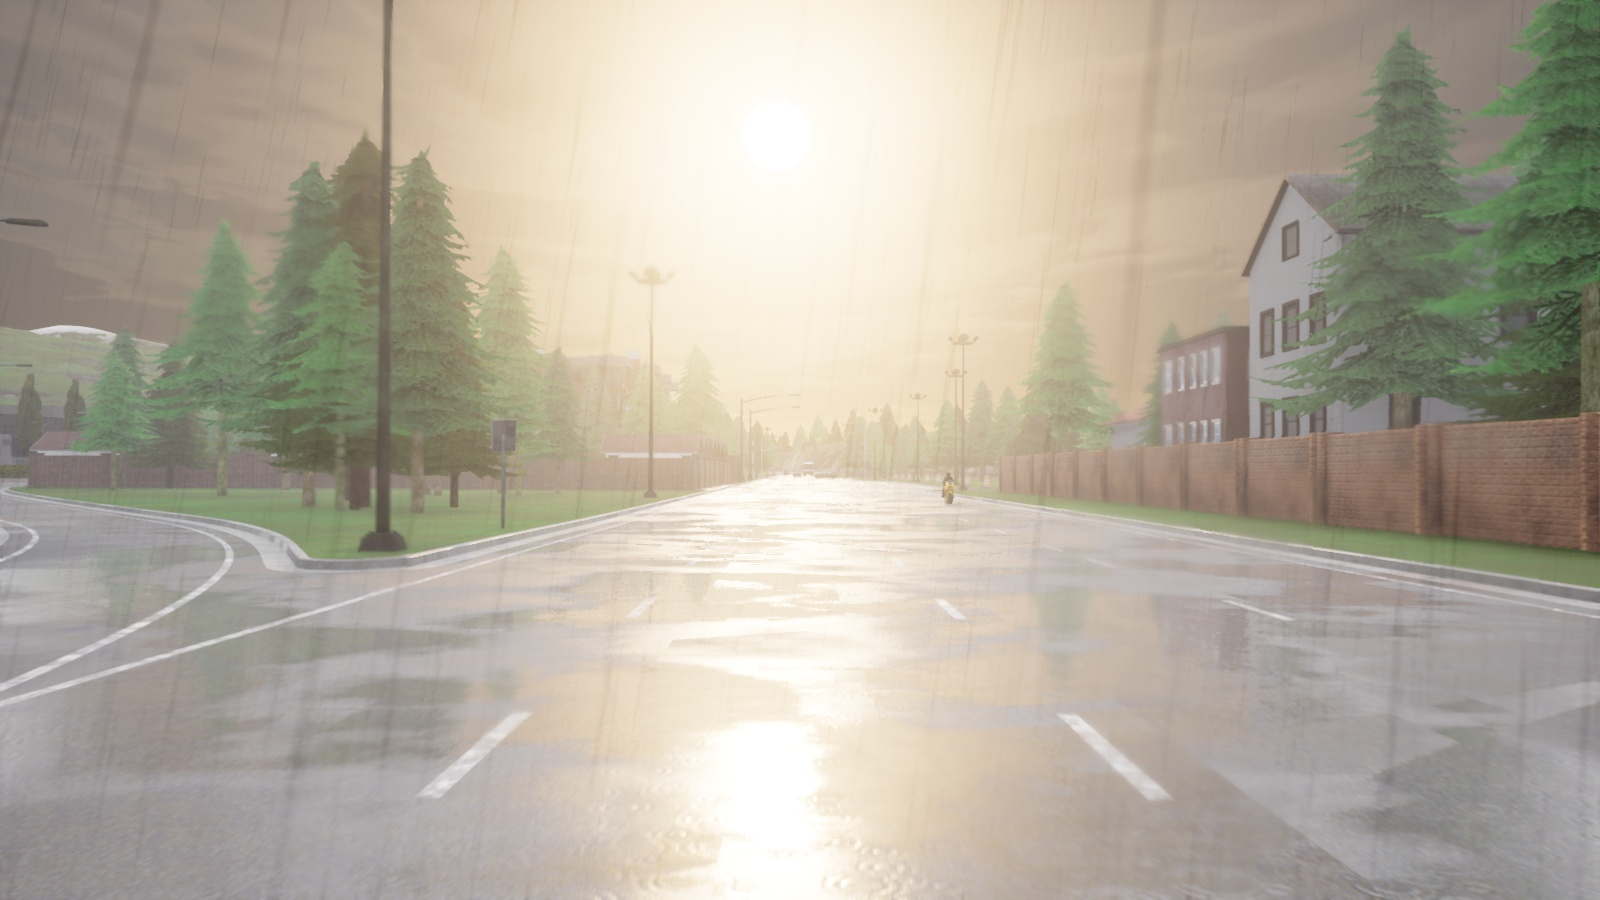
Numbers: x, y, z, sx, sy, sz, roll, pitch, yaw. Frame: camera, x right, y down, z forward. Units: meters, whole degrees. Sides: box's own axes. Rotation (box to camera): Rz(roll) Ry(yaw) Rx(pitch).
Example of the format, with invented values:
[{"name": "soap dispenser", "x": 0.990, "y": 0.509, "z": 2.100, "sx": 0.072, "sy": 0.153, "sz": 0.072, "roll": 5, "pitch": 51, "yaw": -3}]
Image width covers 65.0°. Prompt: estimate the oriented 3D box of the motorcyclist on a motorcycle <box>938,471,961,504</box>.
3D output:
[{"name": "motorcyclist on a motorcycle", "x": 7.015, "y": 1.756, "z": 58.994, "sx": 0.797, "sy": 1.523, "sz": 2.044, "roll": 0, "pitch": -1, "yaw": 0}]
